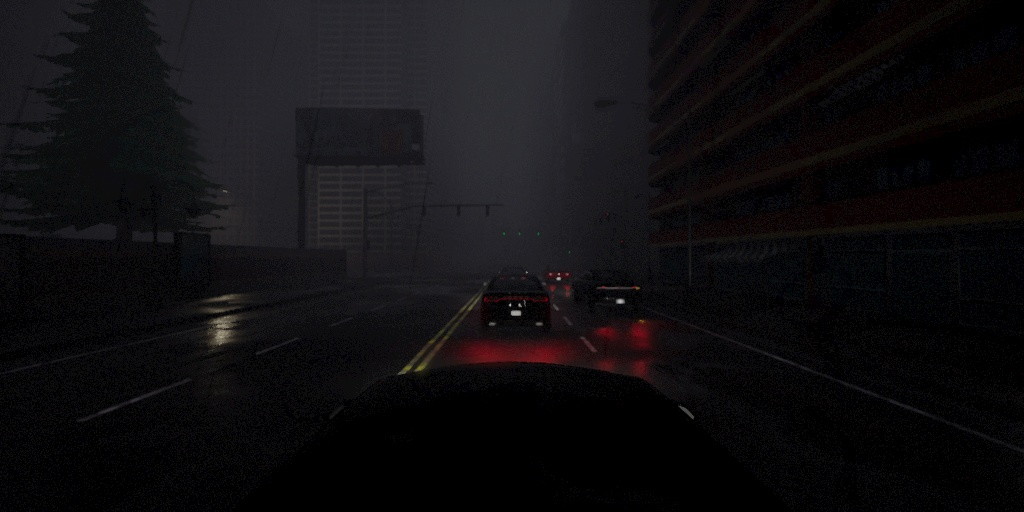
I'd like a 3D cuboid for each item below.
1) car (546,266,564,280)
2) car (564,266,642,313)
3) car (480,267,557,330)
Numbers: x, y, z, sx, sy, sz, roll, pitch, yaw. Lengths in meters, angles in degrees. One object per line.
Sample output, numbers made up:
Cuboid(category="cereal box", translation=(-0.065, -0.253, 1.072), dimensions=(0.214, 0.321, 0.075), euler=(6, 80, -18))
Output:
Cuboid(category="car", translation=(3.574, 1.446, 29.610), dimensions=(1.895, 1.301, 4.718), euler=(0, 0, 0))
Cuboid(category="car", translation=(3.593, 1.286, 14.304), dimensions=(2.128, 1.511, 4.902), euler=(0, 0, 0))
Cuboid(category="car", translation=(0.093, 1.260, 11.269), dimensions=(1.882, 1.535, 5.008), euler=(0, 0, 0))
